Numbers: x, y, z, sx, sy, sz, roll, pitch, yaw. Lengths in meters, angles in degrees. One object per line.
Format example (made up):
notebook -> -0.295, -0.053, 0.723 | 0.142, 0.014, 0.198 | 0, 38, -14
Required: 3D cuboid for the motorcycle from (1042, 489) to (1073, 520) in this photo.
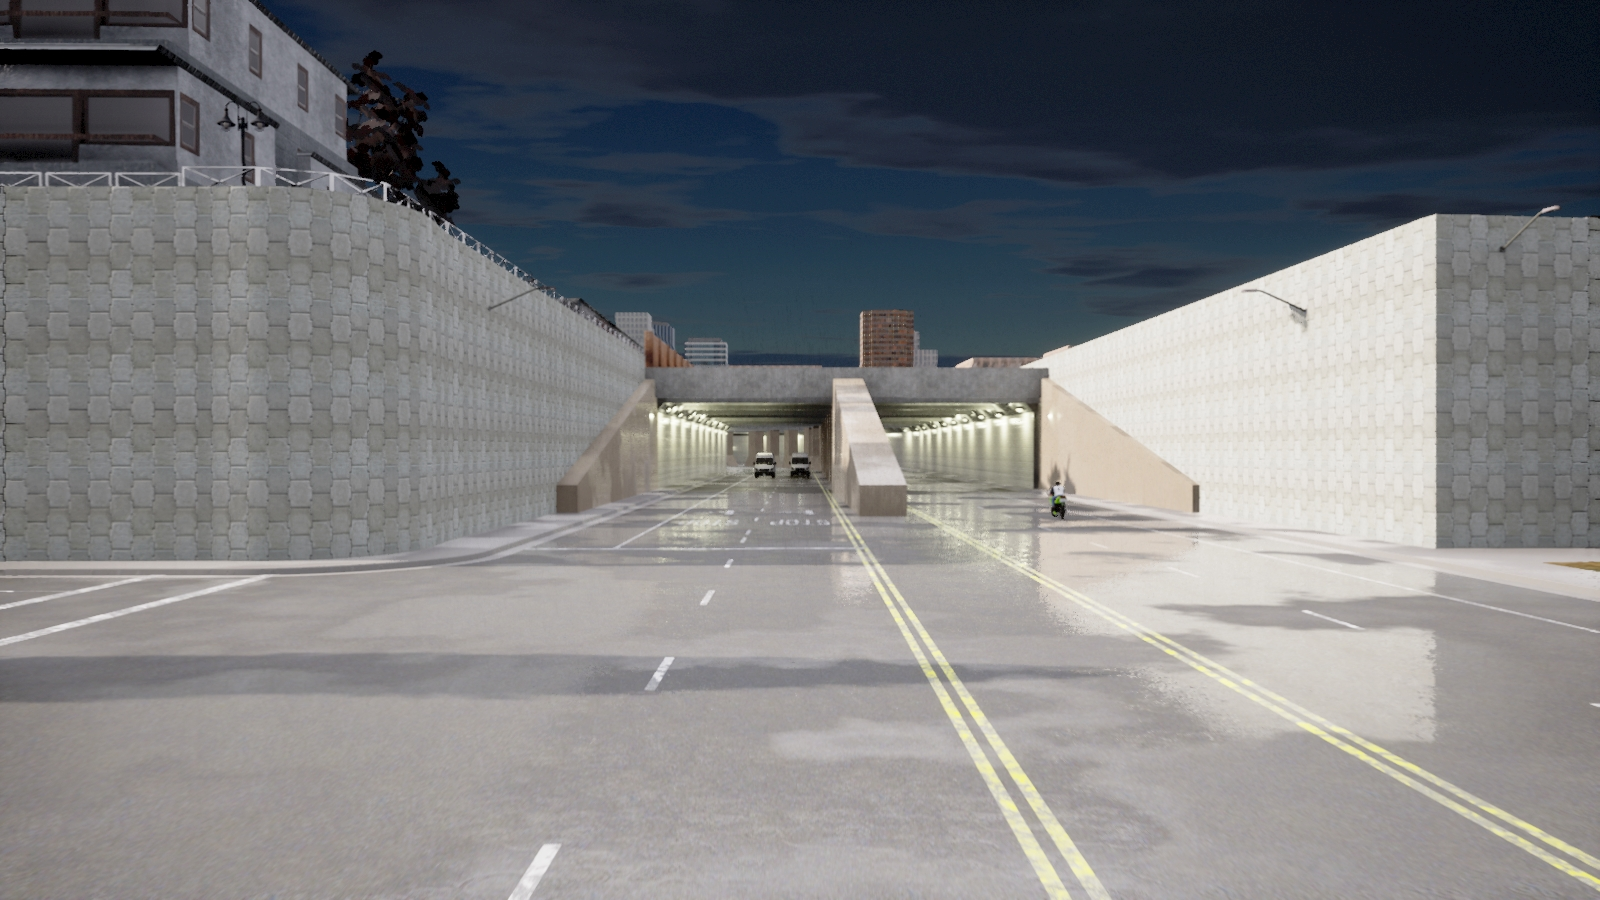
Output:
motorcycle -> 10.481, 2.210, 46.497 | 0.803, 1.145, 2.033 | 0, 0, 0
